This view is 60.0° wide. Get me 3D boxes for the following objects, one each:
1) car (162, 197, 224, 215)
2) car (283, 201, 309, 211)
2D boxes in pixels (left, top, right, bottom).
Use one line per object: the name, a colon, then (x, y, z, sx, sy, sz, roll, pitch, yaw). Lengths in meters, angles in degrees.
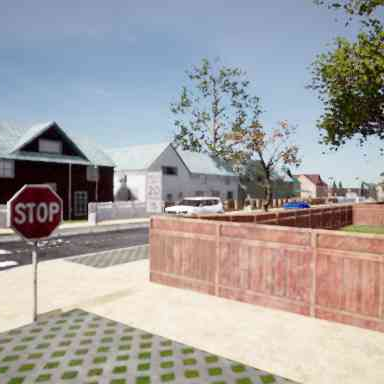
car: (0.233, 1.399, 24.469, 2.150, 2.045, 5.566, 0, 0, 37)
car: (12.951, 1.855, 41.282, 1.882, 1.535, 5.008, 0, -1, 37)
